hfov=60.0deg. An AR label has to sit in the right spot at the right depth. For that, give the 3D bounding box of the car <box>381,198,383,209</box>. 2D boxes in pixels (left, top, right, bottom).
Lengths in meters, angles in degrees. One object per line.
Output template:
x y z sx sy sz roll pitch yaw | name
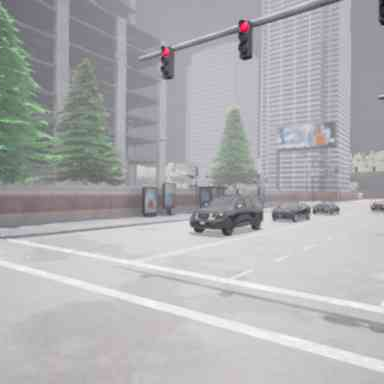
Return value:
29.673 1.709 49.807 1.882 1.535 5.008 1 0 37 | car

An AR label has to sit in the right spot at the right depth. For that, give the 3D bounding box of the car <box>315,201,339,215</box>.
14.189 1.671 35.268 1.994 1.385 4.181 1 0 37 | car

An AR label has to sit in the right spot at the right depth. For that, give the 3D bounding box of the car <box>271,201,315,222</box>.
8.165 1.541 27.230 1.882 1.535 5.008 1 0 36 | car

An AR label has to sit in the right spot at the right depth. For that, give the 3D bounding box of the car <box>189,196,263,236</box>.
2.163 1.242 19.206 2.150 2.045 5.566 1 0 37 | car

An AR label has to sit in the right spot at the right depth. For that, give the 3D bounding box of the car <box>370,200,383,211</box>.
24.077 1.793 42.340 1.895 1.301 4.718 1 0 37 | car
